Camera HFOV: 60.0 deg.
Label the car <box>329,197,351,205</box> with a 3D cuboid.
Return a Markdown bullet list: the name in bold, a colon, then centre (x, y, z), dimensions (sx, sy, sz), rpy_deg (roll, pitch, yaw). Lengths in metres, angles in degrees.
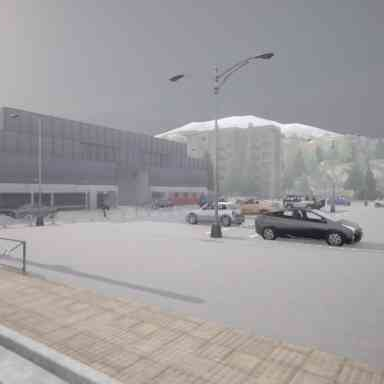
- **car**: centre (24.536, 1.565, 55.484), dimensions (3.633, 1.501, 1.845), rpy_deg (0, 0, 35)

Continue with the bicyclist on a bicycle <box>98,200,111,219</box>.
- **bicyclist on a bicycle**: centre (-7.368, 1.477, 27.820), dimensions (1.656, 1.620, 0.582), rpy_deg (0, 0, 35)

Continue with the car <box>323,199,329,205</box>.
- **car**: centre (13.669, 1.289, 40.409), dimensions (4.605, 1.855, 1.932), rpy_deg (0, 0, 35)

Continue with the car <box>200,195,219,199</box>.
- **car**: centre (3.207, 1.398, 49.368), dimensions (2.150, 2.045, 5.566), rpy_deg (0, 0, 37)

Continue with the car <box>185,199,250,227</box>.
- **car**: centre (1.469, 1.424, 21.946), dimensions (3.806, 1.475, 1.970), rpy_deg (0, 0, 35)

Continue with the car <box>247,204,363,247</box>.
- **car**: centre (5.098, 1.490, 14.879), dimensions (4.514, 1.523, 2.007), rpy_deg (0, 0, 35)

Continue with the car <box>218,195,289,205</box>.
- **car**: centre (4.920, 1.345, 27.366), dimensions (5.027, 1.636, 2.152), rpy_deg (0, 0, 35)

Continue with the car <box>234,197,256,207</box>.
- **car**: centre (9.262, 1.702, 57.956), dimensions (1.812, 1.442, 4.674), rpy_deg (0, 0, 35)

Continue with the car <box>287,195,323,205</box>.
- **car**: centre (12.324, 1.269, 37.800), dimensions (3.866, 1.878, 1.905), rpy_deg (0, 0, 35)

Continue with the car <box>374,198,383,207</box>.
- **car**: centre (28.863, 1.576, 48.759), dimensions (3.806, 1.475, 1.970), rpy_deg (0, 0, 35)

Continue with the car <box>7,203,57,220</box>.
- **car**: centre (-14.615, 1.740, 30.538), dimensions (1.994, 1.385, 4.181), rpy_deg (0, 0, 35)

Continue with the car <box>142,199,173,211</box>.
- **car**: centre (-4.610, 1.668, 44.613), dimensions (2.128, 1.511, 4.902), rpy_deg (0, 0, 35)
